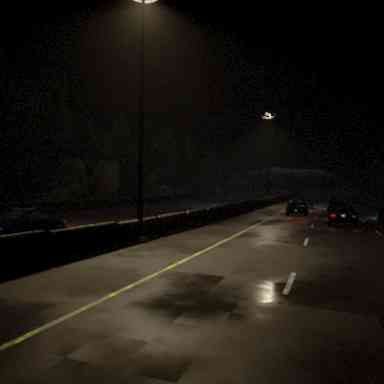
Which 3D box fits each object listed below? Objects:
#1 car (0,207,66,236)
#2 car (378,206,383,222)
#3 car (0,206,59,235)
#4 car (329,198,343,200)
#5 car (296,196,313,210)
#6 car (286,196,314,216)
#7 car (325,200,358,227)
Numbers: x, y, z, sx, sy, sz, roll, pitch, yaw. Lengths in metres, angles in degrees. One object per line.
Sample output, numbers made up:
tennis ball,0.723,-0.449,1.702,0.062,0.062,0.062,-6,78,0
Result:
car,-7.965,1.557,15.514,1.994,1.385,4.181,0,0,22
car,14.094,1.484,22.879,2.128,1.511,4.902,0,0,22
car,-10.211,1.583,19.297,1.895,1.301,4.718,0,0,22
car,15.856,1.382,36.600,1.837,1.490,4.892,0,1,22
car,14.313,1.323,42.124,1.837,1.490,4.892,0,1,22
car,10.158,1.422,31.831,2.128,1.511,4.902,0,1,22
car,10.427,1.536,23.143,2.033,1.411,5.357,0,0,22
